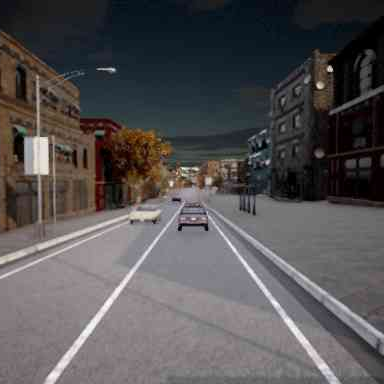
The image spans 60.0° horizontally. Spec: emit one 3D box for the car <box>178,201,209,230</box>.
[{"bbox_3d":[0.076,1.557,21.045,2.033,1.411,5.357,0,0,0],"label":"car"}]

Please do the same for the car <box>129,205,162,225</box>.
[{"bbox_3d":[-3.362,1.617,24.623,1.895,1.301,4.718,0,0,0],"label":"car"}]

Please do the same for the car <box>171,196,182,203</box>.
[{"bbox_3d":[-3.020,1.413,64.966,1.895,1.301,4.718,0,1,1],"label":"car"}]

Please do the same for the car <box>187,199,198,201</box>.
[{"bbox_3d":[0.067,1.607,42.827,1.895,1.301,4.718,0,0,0],"label":"car"}]
